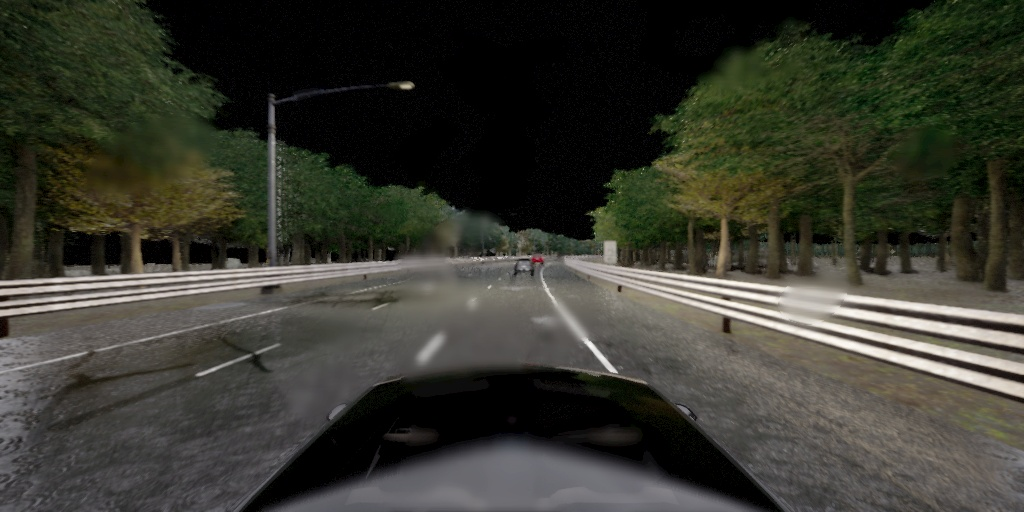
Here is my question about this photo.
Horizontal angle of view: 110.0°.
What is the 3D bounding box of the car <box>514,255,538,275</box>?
[{"bbox_3d":[1.304,1.036,36.184,2.033,1.649,4.856,0,1,4],"label":"car"}]
